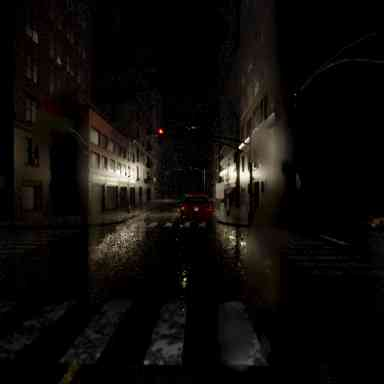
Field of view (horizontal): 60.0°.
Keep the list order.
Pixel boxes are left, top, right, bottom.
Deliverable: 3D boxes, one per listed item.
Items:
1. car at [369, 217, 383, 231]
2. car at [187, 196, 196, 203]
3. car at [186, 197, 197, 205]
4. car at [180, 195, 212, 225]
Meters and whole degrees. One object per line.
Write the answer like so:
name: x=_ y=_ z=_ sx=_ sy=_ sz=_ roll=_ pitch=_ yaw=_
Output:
car: x=12.381 y=1.523 z=18.210 sx=4.829 sy=1.417 sz=1.752 roll=0 pitch=0 yaw=0
car: x=-0.164 y=1.509 z=71.192 sx=1.812 sy=1.442 sz=4.674 roll=0 pitch=0 yaw=0
car: x=-0.039 y=1.593 z=61.051 sx=1.895 sy=1.301 sz=4.718 roll=0 pitch=0 yaw=0
car: x=0.306 y=1.227 z=24.218 sx=2.150 sy=2.045 sz=5.566 roll=1 pitch=0 yaw=1
